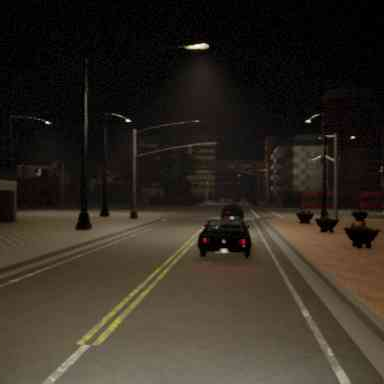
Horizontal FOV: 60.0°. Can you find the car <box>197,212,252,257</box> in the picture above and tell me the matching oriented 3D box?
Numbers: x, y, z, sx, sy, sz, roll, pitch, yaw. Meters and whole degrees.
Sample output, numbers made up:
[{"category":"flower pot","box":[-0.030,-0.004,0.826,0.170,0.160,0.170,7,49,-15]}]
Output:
[{"category":"car","box":[1.403,1.732,13.549,1.895,1.301,4.718,0,0,8]}]

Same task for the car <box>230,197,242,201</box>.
[{"category":"car","box":[12.114,2.239,90.692,2.033,1.411,5.357,0,-1,8]}]

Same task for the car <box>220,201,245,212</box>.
[{"category":"car","box":[3.495,1.786,28.595,1.837,1.490,4.892,0,0,8]}]
